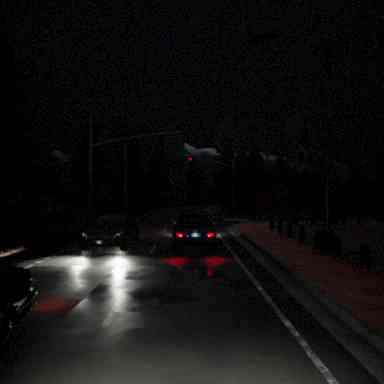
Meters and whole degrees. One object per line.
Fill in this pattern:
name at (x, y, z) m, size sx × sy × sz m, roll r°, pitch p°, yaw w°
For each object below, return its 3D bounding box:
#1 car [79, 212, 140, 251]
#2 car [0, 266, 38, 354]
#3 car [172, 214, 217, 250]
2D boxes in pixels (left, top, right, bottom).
car at (-3.508, 1.659, 14.952) m, size 1.812 × 1.442 × 4.674 m, roll 0°, pitch -1°, yaw 1°
car at (-3.587, 1.579, 3.409) m, size 2.033 × 1.411 × 5.357 m, roll 0°, pitch -1°, yaw 1°
car at (0.104, 1.681, 14.912) m, size 2.033 × 1.411 × 5.357 m, roll 0°, pitch -1°, yaw 0°
